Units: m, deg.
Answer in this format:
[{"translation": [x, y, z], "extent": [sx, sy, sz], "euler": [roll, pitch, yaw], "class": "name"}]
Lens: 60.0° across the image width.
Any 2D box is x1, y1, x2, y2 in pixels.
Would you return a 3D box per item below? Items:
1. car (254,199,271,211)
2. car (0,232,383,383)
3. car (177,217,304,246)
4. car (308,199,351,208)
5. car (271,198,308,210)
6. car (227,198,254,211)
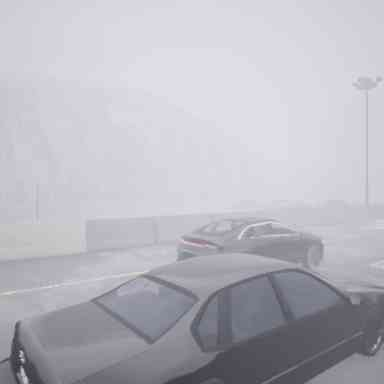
[{"translation": [9.743, 1.504, 38.411], "extent": [4.892, 1.490, 1.837], "euler": [0, 0, -39], "class": "car"}, {"translation": [0.635, 1.547, 4.229], "extent": [5.357, 1.411, 2.033], "euler": [0, 0, -37], "class": "car"}, {"translation": [1.835, 1.491, 9.557], "extent": [4.902, 1.511, 2.128], "euler": [0, 0, -37], "class": "car"}, {"translation": [13.821, 1.504, 32.709], "extent": [4.892, 1.490, 1.837], "euler": [0, 0, -39], "class": "car"}, {"translation": [10.603, 1.563, 34.615], "extent": [4.181, 1.385, 1.994], "euler": [0, 0, -39], "class": "car"}, {"translation": [6.327, 1.504, 40.159], "extent": [4.892, 1.490, 1.837], "euler": [0, 0, -39], "class": "car"}]
